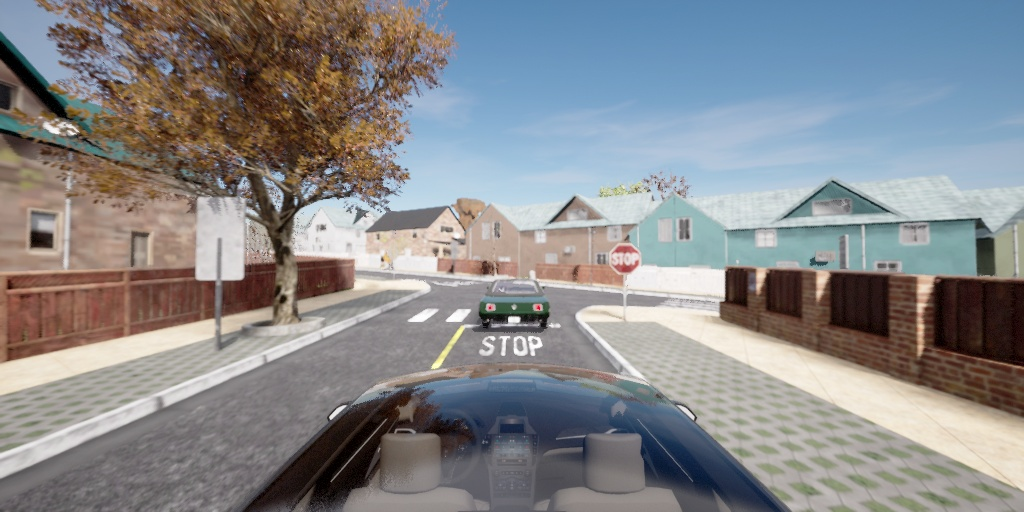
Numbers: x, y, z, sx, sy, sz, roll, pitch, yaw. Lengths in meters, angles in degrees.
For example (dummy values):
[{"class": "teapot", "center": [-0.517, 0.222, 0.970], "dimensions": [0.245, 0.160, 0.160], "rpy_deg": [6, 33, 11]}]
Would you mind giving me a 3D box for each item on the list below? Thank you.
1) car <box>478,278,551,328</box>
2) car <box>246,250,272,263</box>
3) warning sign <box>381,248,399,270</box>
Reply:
[{"class": "car", "center": [0.115, 1.343, 11.387], "dimensions": [1.895, 1.301, 4.718], "rpy_deg": [0, 0, 1]}, {"class": "car", "center": [-27.962, 0.151, 39.119], "dimensions": [5.008, 1.535, 1.882], "rpy_deg": [2, 0, 32]}, {"class": "warning sign", "center": [-12.281, 0.406, 35.586], "dimensions": [1.060, 1.860, 1.300], "rpy_deg": [0, 0, 32]}]
